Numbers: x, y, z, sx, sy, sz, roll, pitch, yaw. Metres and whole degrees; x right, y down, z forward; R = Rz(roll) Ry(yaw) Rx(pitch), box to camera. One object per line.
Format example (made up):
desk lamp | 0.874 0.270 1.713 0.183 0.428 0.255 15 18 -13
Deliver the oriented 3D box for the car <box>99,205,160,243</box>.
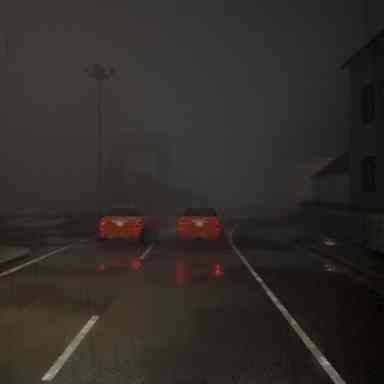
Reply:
car | -2.968 1.443 16.742 2.097 1.767 4.553 0 0 5

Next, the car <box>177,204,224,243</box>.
car | 0.525 1.443 16.737 2.097 1.767 4.553 0 0 5
